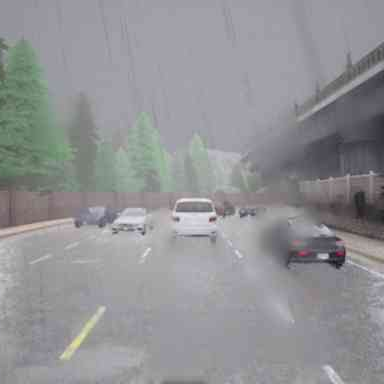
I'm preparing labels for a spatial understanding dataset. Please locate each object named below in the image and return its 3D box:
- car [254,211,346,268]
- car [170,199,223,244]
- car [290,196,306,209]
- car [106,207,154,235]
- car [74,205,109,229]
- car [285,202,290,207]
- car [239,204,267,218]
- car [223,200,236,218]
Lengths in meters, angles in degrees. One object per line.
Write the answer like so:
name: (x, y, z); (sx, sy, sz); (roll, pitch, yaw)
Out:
car: (3.588, 1.610, 11.435); (1.812, 1.442, 4.674); (0, 0, 0)
car: (0.103, 1.344, 16.641); (2.150, 2.045, 5.566); (0, 0, 0)
car: (19.133, 1.615, 53.666); (5.566, 2.045, 2.150); (0, -1, -21)
car: (-3.396, 1.672, 19.871); (1.812, 1.442, 4.674); (0, 0, 2)
car: (-6.625, 1.699, 23.552); (1.812, 1.442, 4.674); (0, 0, 5)
car: (18.777, 1.968, 57.294); (5.357, 1.411, 2.033); (0, 0, -21)
car: (6.011, 1.836, 32.048); (1.895, 1.301, 4.718); (0, 0, 22)
car: (2.934, 1.596, 33.285); (2.097, 1.767, 4.553); (0, 0, 21)
